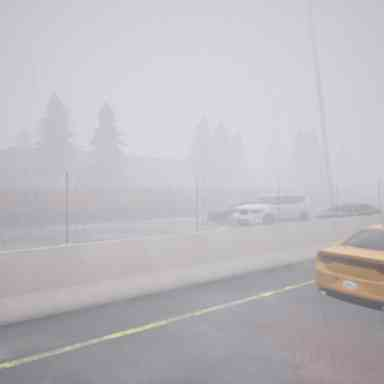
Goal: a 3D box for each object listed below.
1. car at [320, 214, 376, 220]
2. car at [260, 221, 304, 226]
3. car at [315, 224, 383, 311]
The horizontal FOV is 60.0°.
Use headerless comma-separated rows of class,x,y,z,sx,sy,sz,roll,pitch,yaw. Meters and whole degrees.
car,8.921,1.357,18.976,4.892,1.490,1.837,-1,0,-36
car,5.103,1.092,20.539,5.566,2.045,2.150,-1,0,-36
car,4.707,1.414,7.114,5.008,1.535,1.882,-1,0,-35
